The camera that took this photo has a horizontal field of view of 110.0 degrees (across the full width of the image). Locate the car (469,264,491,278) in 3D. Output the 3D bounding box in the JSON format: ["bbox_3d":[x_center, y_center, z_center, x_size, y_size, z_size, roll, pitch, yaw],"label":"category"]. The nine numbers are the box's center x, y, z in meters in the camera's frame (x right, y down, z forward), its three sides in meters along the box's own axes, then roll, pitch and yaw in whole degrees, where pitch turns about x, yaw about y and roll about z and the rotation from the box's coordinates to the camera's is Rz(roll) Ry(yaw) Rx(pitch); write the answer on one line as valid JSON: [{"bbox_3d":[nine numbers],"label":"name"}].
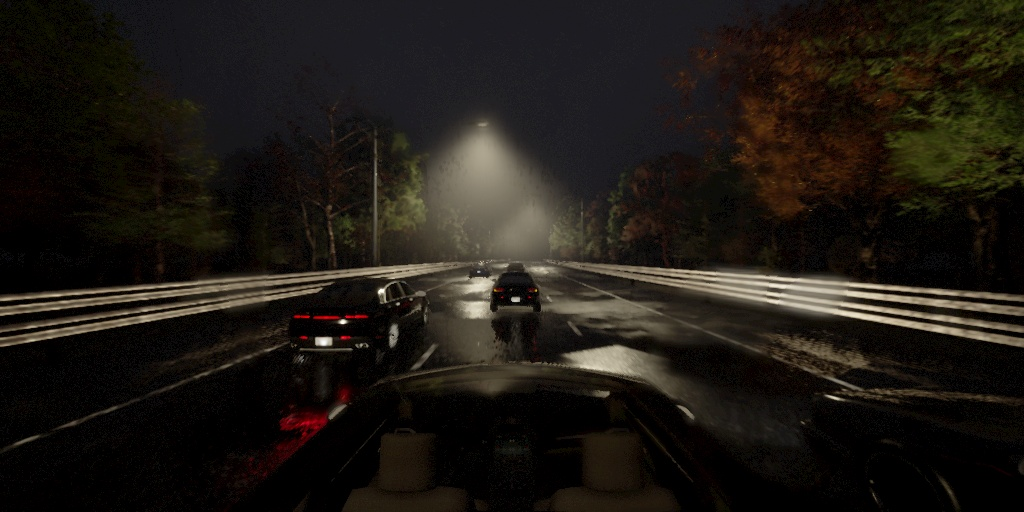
[{"bbox_3d":[-3.120,1.488,36.227,1.994,1.385,4.181,0,0,1],"label":"car"}]

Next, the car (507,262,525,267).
[{"bbox_3d":[0.419,1.414,38.634,1.882,1.535,5.008,0,0,1],"label":"car"}]

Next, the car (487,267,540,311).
[{"bbox_3d":[0.141,1.344,14.694,1.812,1.442,4.674,0,0,0],"label":"car"}]

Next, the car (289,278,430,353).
[{"bbox_3d":[-3.387,1.292,8.883,1.837,1.490,4.892,0,0,0],"label":"car"}]

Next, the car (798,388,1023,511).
[{"bbox_3d":[3.600,1.295,0.845,2.033,1.411,5.357,0,0,0],"label":"car"}]
